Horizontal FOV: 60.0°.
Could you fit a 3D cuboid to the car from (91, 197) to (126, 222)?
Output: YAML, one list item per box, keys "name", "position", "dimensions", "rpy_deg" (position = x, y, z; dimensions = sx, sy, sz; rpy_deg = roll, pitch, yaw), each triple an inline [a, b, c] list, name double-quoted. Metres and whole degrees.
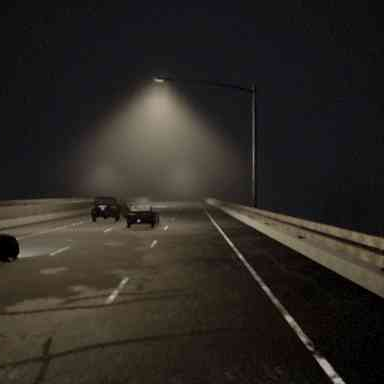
- name: "car"
  position: [-6.875, 1.409, 28.300]
  dimensions: [2.150, 2.045, 5.566]
  rpy_deg: [0, 0, 0]

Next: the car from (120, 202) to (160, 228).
- name: "car"
  position: [-3.379, 1.648, 23.620]
  dimensions: [2.128, 1.511, 4.902]
  rpy_deg: [0, 0, 0]

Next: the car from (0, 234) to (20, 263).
- name: "car"
  position: [-6.892, 1.630, 9.703]
  dimensions: [1.994, 1.385, 4.181]
  rpy_deg: [0, 0, 0]
